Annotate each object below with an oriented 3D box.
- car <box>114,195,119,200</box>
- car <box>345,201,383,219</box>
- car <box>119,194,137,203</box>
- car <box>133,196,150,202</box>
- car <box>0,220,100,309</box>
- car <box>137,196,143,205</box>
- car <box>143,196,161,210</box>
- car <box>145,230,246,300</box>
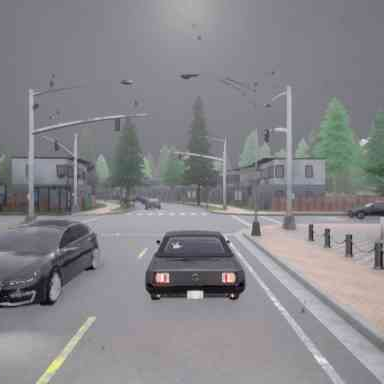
[{"bbox_3d":[-16.966,1.298,79.982,4.674,1.442,1.812,0,0,45],"label":"car"},{"bbox_3d":[15.405,1.502,28.052,4.674,1.442,1.812,0,0,1],"label":"car"},{"bbox_3d":[-12.861,1.446,68.386,1.837,1.490,4.892,0,0,-27],"label":"car"},{"bbox_3d":[-10.963,1.484,71.921,1.994,1.385,4.181,0,0,-36],"label":"car"},{"bbox_3d":[-3.643,1.502,8.098,1.837,1.490,4.892,0,0,0],"label":"car"},{"bbox_3d":[-7.163,1.496,54.727,2.033,1.411,5.357,0,0,-18],"label":"car"},{"bbox_3d":[-4.946,1.479,42.447,1.812,1.442,4.674,0,0,-6],"label":"car"},{"bbox_3d":[0.033,1.598,8.325,1.895,1.301,4.718,0,0,-1],"label":"car"}]
